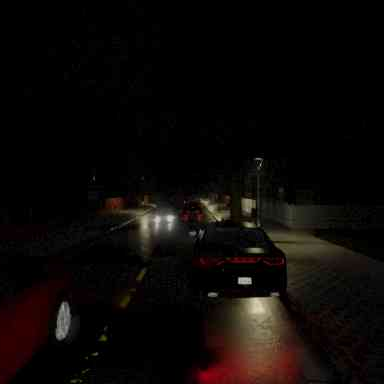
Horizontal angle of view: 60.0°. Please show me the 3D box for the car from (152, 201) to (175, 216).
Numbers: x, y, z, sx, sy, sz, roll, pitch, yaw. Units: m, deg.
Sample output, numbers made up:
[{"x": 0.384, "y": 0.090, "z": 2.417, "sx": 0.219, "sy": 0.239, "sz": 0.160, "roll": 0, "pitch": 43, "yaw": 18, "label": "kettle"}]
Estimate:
[{"x": -2.716, "y": 1.549, "z": 32.836, "sx": 1.994, "sy": 1.385, "sz": 4.181, "roll": 0, "pitch": 0, "yaw": 0, "label": "car"}]

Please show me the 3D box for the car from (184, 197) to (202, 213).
[{"x": 0.116, "y": 1.459, "z": 37.033, "sx": 1.882, "sy": 1.535, "sz": 5.008, "roll": 0, "pitch": 0, "yaw": 1, "label": "car"}]

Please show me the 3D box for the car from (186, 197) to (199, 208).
[{"x": 0.050, "y": 1.493, "z": 47.194, "sx": 1.812, "sy": 1.442, "sz": 4.674, "roll": 0, "pitch": 0, "yaw": 0, "label": "car"}]

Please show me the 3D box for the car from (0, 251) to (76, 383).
[{"x": -2.846, "y": 1.477, "z": 3.498, "sx": 1.882, "sy": 1.535, "sz": 5.008, "roll": 0, "pitch": 0, "yaw": 0, "label": "car"}]

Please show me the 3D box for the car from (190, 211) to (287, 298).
[{"x": 0.971, "y": 1.476, "z": 8.574, "sx": 1.882, "sy": 1.535, "sz": 5.008, "roll": 0, "pitch": 0, "yaw": 0, "label": "car"}]
